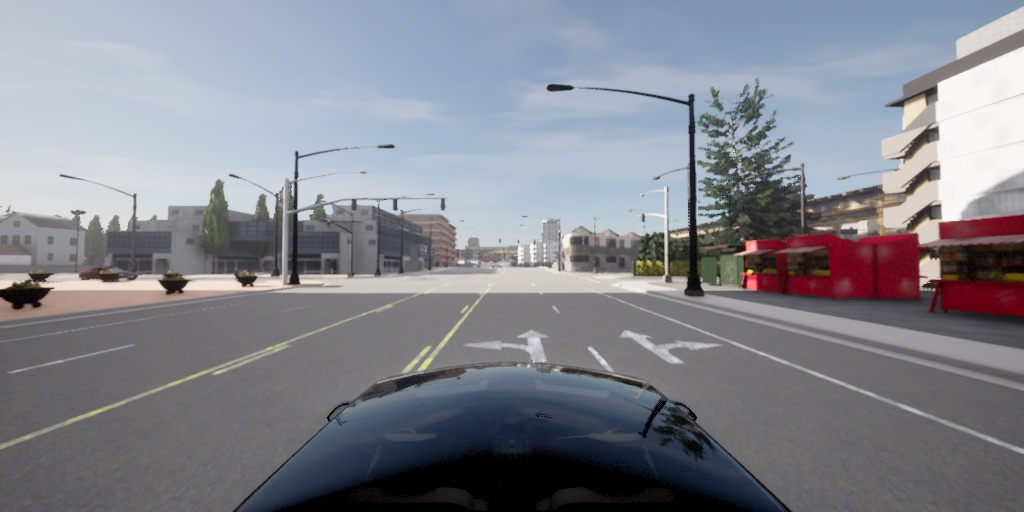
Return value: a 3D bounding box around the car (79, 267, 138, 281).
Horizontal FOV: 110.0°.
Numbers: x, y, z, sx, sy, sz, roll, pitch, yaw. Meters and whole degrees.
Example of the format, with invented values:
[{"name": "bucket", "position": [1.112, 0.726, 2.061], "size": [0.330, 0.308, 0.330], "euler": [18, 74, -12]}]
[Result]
[{"name": "car", "position": [-40.042, 1.779, 35.580], "size": [4.674, 1.442, 1.812], "euler": [0, -1, 0]}]
